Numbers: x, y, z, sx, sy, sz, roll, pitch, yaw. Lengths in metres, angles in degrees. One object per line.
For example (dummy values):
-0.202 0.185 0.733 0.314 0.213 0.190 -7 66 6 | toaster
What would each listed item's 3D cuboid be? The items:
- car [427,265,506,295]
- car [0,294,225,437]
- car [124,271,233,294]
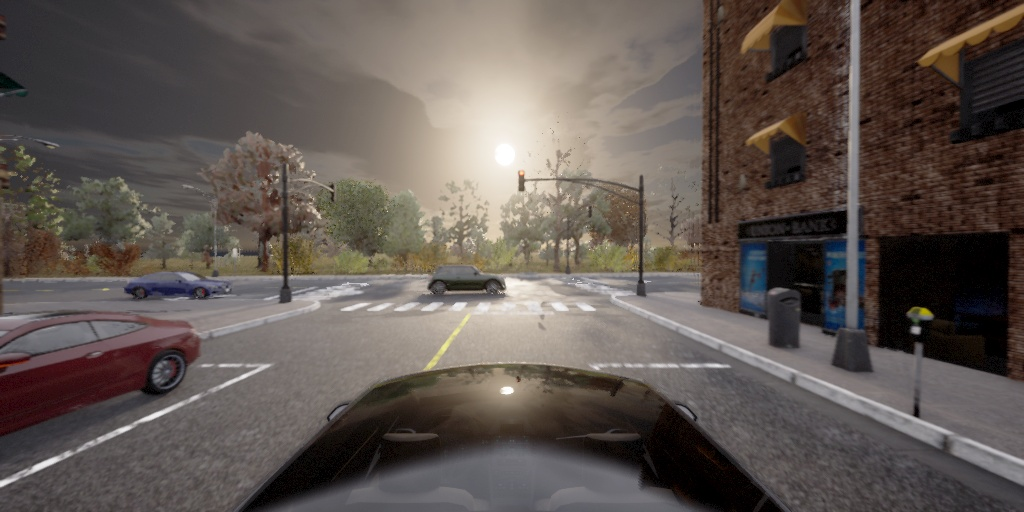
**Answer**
-2.638 1.297 21.246 4.553 1.767 2.097 0 1 -8 | car
-5.787 1.345 4.058 1.802 1.307 4.207 0 0 0 | car
-17.874 1.556 19.343 4.674 1.442 1.812 1 1 -7 | car
